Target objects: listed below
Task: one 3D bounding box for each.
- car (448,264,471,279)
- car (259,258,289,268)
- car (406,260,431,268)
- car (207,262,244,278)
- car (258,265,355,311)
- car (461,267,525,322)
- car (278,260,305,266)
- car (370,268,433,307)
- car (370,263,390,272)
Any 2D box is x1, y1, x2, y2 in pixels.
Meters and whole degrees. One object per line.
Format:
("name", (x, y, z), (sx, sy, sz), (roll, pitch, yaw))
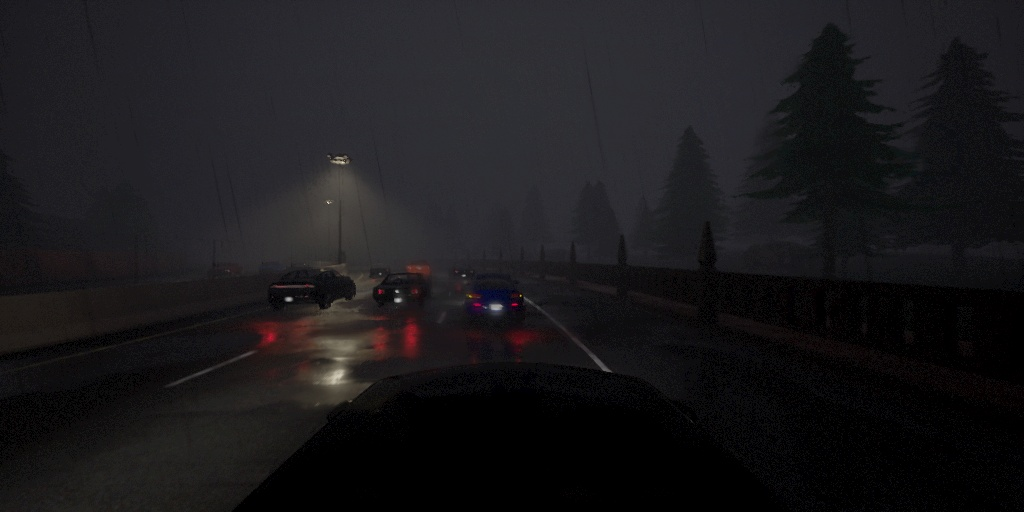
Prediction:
("car", (-4.638, 1.363, 32.320), (1.895, 1.301, 4.718), (0, 0, -16))
("car", (-25.872, 1.320, 38.747), (1.882, 1.535, 5.008), (0, 0, -25))
("car", (-8.822, 1.130, 33.777), (2.097, 1.767, 4.553), (0, 0, -18))
("car", (-28.278, 1.329, 35.521), (1.882, 1.535, 5.008), (0, 0, -23))
("car", (-7.986, 1.270, 14.747), (2.128, 1.511, 4.902), (0, 0, -7))
("car", (-0.683, 1.276, 12.329), (1.812, 1.442, 4.674), (0, 0, -6))
("car", (-20.052, 1.385, 33.643), (1.994, 1.385, 4.181), (0, 0, -20))
("car", (-4.557, 1.366, 15.664), (1.895, 1.301, 4.718), (0, 0, -8))
("car", (-13.256, 1.395, 36.119), (1.895, 1.301, 4.718), (0, 0, -20))
